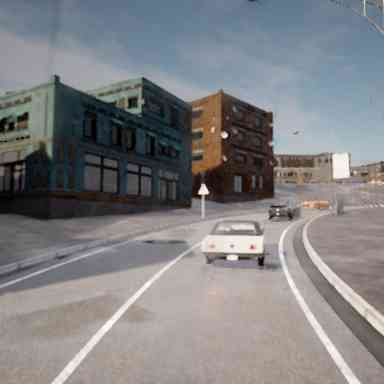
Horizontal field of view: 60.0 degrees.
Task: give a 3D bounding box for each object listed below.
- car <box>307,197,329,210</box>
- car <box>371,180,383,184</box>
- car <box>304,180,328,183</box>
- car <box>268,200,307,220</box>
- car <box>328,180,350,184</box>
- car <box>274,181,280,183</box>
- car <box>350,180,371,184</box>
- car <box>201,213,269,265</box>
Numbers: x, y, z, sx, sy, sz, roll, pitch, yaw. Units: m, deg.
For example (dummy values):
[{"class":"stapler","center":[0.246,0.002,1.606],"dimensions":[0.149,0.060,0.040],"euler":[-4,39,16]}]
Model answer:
[{"class":"car","center":[16.180,1.476,44.157],"dimensions":[4.553,1.767,2.097],"euler":[0,-3,-42]},{"class":"car","center":[46.665,-2.194,83.322],"dimensions":[5.008,1.535,2.097],"euler":[1,-5,-5]},{"class":"car","center":[30.097,-2.310,82.085],"dimensions":[4.892,1.521,2.231],"euler":[0,-5,-3]},{"class":"car","center":[7.721,1.477,27.575],"dimensions":[2.128,1.511,4.902],"euler":[-3,-1,29]},{"class":"car","center":[35.609,-2.294,82.389],"dimensions":[4.892,1.521,2.231],"euler":[0,-5,-3]},{"class":"car","center":[19.171,-2.442,81.508],"dimensions":[4.553,1.767,2.185],"euler":[0,-5,-3]},{"class":"car","center":[41.142,-2.212,82.793],"dimensions":[4.674,1.452,2.002],"euler":[0,-5,-4]},{"class":"car","center":[1.676,1.622,11.872],"dimensions":[1.895,1.301,4.718],"euler":[-1,0,13]}]
